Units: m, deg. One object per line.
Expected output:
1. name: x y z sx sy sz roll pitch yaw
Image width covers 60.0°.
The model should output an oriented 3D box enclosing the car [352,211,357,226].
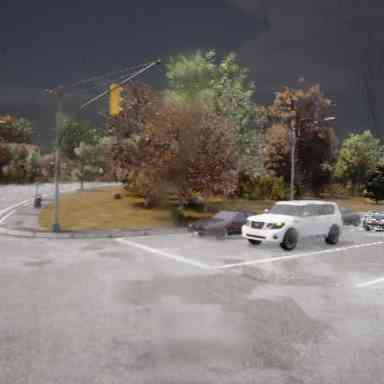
1. car: 10.441 1.820 24.159 4.181 1.385 1.994 0 1 -38

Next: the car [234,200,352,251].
1. car: 4.897 1.437 15.691 5.566 2.045 2.150 1 0 -36

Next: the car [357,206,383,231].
1. car: 13.161 1.658 21.795 4.553 1.767 2.097 0 1 -36

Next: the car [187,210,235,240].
1. car: 2.351 1.703 18.167 5.357 1.411 2.033 1 0 -36
